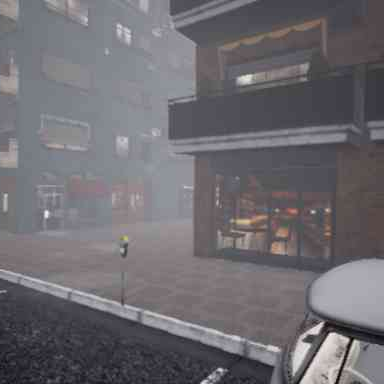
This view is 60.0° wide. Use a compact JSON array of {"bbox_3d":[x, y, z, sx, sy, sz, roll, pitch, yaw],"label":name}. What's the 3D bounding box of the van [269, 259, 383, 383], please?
[{"bbox_3d":[2.220,1.346,1.279,3.998,1.788,1.690,0,1,35],"label":"van"}]
